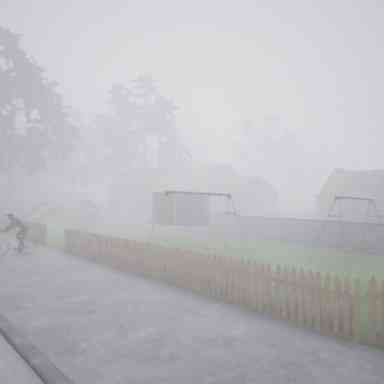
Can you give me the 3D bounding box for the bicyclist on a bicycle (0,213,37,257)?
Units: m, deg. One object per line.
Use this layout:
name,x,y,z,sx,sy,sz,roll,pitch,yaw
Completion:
bicyclist on a bicycle,-6.694,1.613,12.537,1.656,1.620,0.582,3,-2,-43

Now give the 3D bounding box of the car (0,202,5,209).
car,-33.131,2.393,57.384,1.994,1.381,4.181,3,-3,-43
